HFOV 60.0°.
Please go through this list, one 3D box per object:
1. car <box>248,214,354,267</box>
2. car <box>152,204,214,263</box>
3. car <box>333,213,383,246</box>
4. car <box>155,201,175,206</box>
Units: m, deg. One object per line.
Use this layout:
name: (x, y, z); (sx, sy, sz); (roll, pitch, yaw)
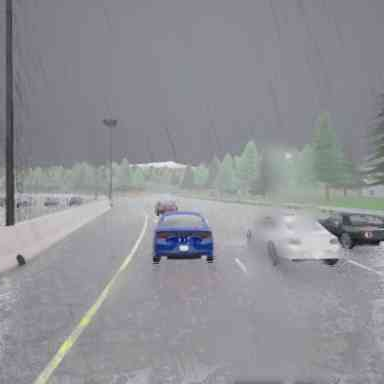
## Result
car: (3.187, 1.453, 11.090); (1.812, 1.442, 4.674); (0, 0, -3)
car: (-0.370, 1.414, 11.841); (1.882, 1.535, 5.008); (0, 0, -3)
car: (6.527, 1.501, 13.793); (1.895, 1.301, 4.718); (0, 0, -4)
car: (-2.444, 1.442, 30.835); (1.895, 1.301, 4.718); (0, 0, -9)
